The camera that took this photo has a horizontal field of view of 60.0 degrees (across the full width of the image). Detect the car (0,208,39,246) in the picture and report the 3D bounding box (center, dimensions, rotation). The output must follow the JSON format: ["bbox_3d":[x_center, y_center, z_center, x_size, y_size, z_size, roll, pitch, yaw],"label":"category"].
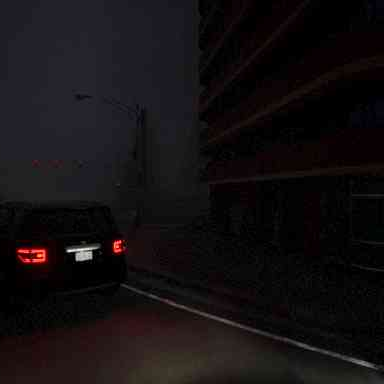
[{"bbox_3d":[-8.473,1.564,15.906,1.994,1.385,4.181,0,0,-26],"label":"car"}]

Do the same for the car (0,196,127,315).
[{"bbox_3d":[-3.610,1.221,7.932,2.150,2.045,5.566,0,0,-40],"label":"car"}]
